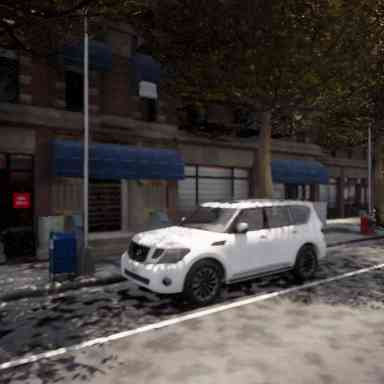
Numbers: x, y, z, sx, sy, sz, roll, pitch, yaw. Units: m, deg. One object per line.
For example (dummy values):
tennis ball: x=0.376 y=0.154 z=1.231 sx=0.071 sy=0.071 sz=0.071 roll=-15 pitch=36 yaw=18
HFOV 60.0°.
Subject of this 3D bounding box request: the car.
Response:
car: x=1.082 y=1.229 z=8.391 sx=5.566 sy=2.045 sz=2.435 roll=0 pitch=0 yaw=-36
